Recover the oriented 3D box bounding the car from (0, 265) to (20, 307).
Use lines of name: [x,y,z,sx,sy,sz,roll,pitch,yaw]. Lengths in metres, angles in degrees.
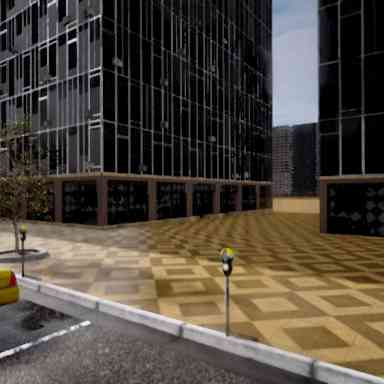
car: [-5.333,1.521,6.663,4.829,1.417,1.752,0,0,35]
